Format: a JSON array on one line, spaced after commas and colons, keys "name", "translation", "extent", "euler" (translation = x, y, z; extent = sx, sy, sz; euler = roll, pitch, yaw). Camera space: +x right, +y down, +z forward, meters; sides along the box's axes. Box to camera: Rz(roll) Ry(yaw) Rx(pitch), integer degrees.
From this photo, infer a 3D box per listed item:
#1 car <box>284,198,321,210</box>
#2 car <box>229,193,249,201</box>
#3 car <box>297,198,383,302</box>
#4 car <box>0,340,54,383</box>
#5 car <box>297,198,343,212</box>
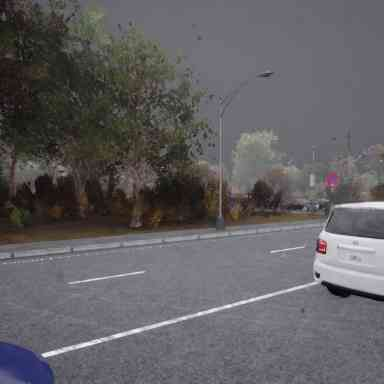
[{"name": "car", "translation": [12.507, 1.492, 38.731], "extent": [2.128, 1.511, 4.902], "euler": [0, 0, -33]}, {"name": "car", "translation": [7.263, 1.213, 47.061], "extent": [2.150, 2.045, 5.566], "euler": [0, 0, -32]}, {"name": "car", "translation": [5.017, 1.221, 7.332], "extent": [5.566, 2.045, 2.150], "euler": [0, 0, -35]}, {"name": "car", "translation": [-3.103, 1.526, 1.529], "extent": [4.674, 1.442, 1.812], "euler": [0, 0, -36]}, {"name": "car", "translation": [15.537, 1.492, 40.515], "extent": [2.128, 1.511, 4.902], "euler": [0, 0, -32]}]
